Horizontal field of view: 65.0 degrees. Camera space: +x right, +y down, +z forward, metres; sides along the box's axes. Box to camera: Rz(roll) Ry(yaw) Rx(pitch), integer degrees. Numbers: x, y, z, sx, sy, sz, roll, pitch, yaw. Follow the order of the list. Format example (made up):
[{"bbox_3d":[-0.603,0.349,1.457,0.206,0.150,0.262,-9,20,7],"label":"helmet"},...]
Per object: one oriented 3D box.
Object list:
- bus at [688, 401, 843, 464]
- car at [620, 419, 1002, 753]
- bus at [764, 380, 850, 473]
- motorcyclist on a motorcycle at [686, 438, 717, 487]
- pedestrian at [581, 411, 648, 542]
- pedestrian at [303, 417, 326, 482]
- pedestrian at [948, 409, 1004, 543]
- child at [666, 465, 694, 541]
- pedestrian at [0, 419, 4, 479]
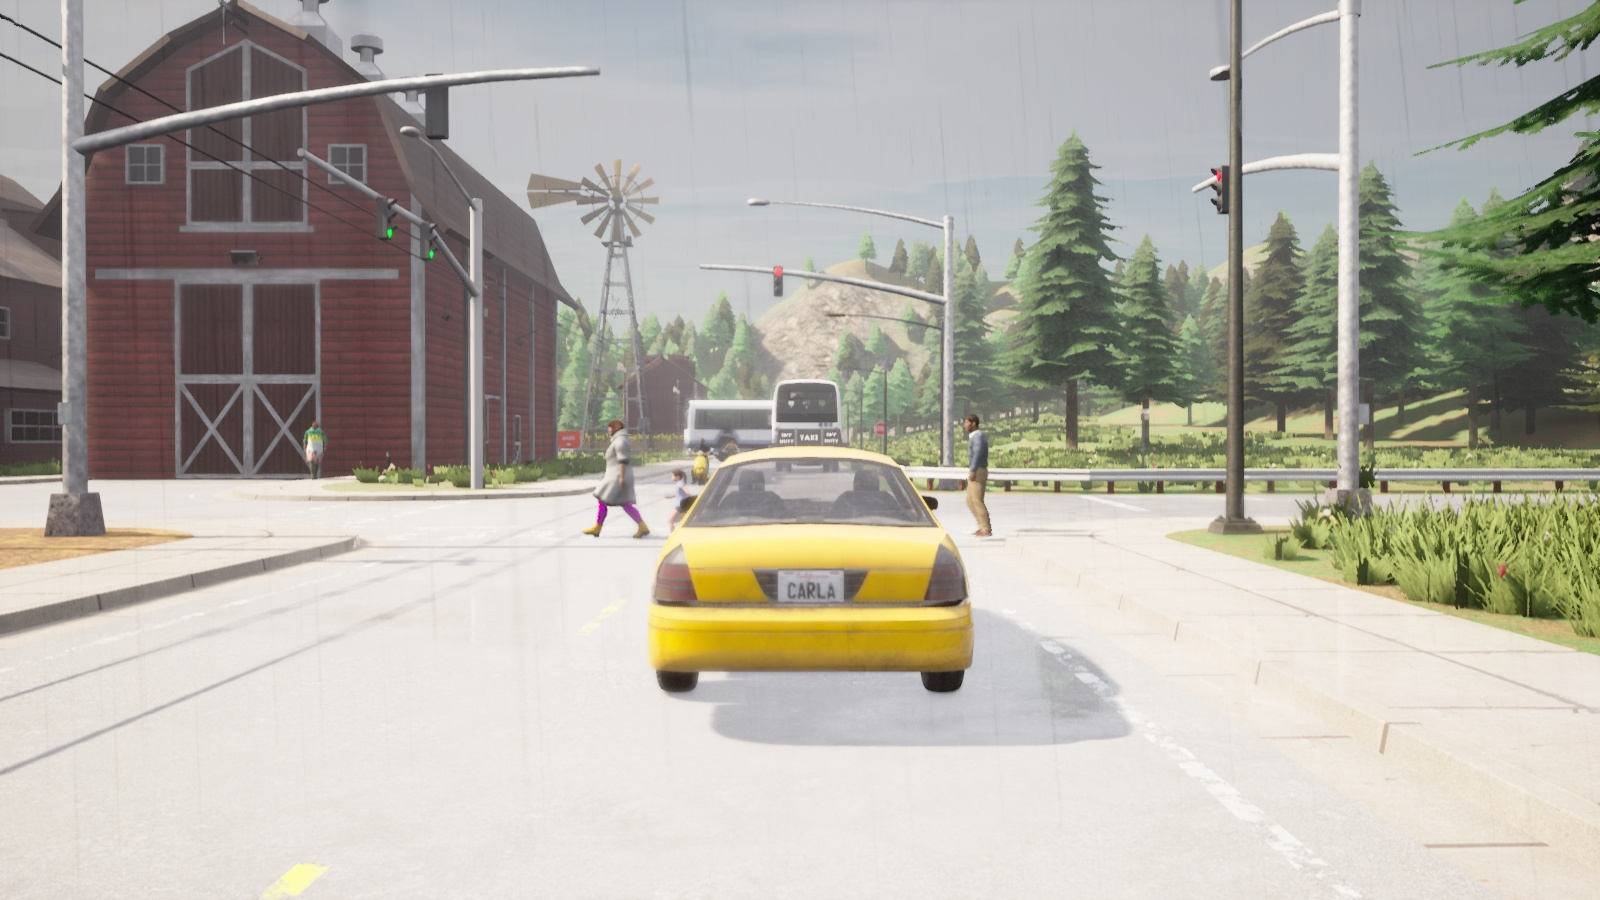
[{"bbox_3d":[-2.465,-1.266,87.457,10.273,4.253,3.944,0,2,-12],"label":"bus"},{"bbox_3d":[0.063,0.623,8.602,1.801,1.575,5.366,0,0,0],"label":"car"},{"bbox_3d":[0.356,-1.084,62.600,3.944,4.253,10.273,0,0,0],"label":"bus"},{"bbox_3d":[-3.259,0.395,41.689,0.866,1.590,1.817,0,0,0],"label":"motorcyclist on a motorcycle"},{"bbox_3d":[-2.801,0.393,19.020,0.873,1.952,0.659,0,0,6],"label":"pedestrian"},{"bbox_3d":[-14.766,-0.029,38.196,0.659,1.952,0.873,0,0,-20],"label":"pedestrian"},{"bbox_3d":[2.583,0.383,18.500,0.788,1.949,0.423,0,0,4],"label":"pedestrian"},{"bbox_3d":[-1.781,0.785,18.627,0.394,1.110,0.255,0,0,2],"label":"child"},{"bbox_3d":[-24.773,-0.037,38.475,0.331,1.846,0.634,0,0,2],"label":"pedestrian"}]
